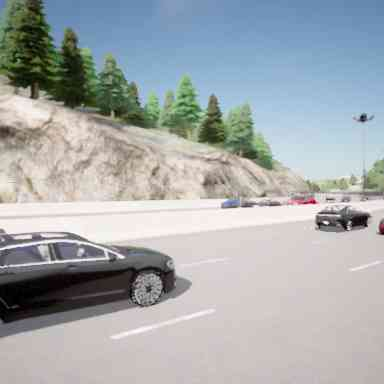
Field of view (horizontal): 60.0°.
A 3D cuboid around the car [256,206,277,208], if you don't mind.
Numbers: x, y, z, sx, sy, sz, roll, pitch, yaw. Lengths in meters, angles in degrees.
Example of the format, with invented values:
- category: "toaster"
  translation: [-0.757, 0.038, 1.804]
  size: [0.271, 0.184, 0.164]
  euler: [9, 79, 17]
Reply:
- category: "car"
  translation: [8.961, 1.590, 39.828]
  size: [2.128, 1.511, 4.902]
  euler: [0, 0, 44]

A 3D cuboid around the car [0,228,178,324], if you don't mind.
- category: "car"
  translation: [-2.566, 1.508, 6.340]
  size: [4.902, 1.511, 2.128]
  euler: [0, 0, -36]

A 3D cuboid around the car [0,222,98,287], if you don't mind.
- category: "car"
  translation: [-5.114, 1.623, 8.782]
  size: [4.718, 1.301, 1.895]
  euler: [0, 0, -36]

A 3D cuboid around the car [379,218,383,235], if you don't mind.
- category: "car"
  translation: [11.823, 1.608, 18.045]
  size: [4.181, 1.385, 1.994]
  euler: [0, 0, -42]

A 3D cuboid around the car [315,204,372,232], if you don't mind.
- category: "car"
  translation: [9.464, 1.542, 20.617]
  size: [4.902, 1.511, 2.128]
  euler: [0, 0, -42]

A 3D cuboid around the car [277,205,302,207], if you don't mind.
- category: "car"
  translation: [12.417, 1.314, 38.344]
  size: [2.150, 2.045, 5.566]
  euler: [0, 0, 43]
